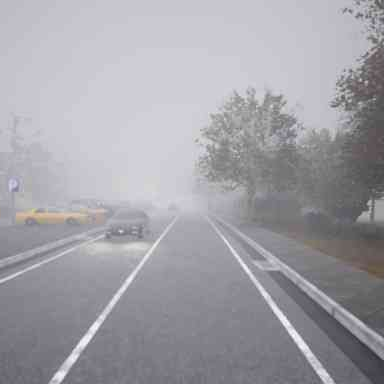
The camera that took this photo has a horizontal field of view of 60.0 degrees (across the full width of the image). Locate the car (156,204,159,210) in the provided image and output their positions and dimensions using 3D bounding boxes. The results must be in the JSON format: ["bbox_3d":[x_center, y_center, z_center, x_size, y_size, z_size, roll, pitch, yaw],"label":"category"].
[{"bbox_3d":[-10.294,3.323,71.615,5.008,1.535,2.097,0,-3,0],"label":"car"}]

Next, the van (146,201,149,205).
[{"bbox_3d":[-10.192,2.509,57.773,4.442,1.987,1.878,0,-2,0],"label":"van"}]

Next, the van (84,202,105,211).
[{"bbox_3d":[-23.490,3.496,79.943,4.442,1.987,1.878,0,-3,0],"label":"van"}]

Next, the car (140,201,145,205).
[{"bbox_3d":[-10.283,2.588,52.214,4.792,1.488,2.163,0,-2,0],"label":"car"}]

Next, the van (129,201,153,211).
[{"bbox_3d":[-10.187,2.832,66.079,4.442,1.987,1.878,0,-3,0],"label":"van"}]

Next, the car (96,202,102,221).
[{"bbox_3d":[-10.336,1.793,27.251,4.892,1.521,2.231,0,-1,0],"label":"car"}]

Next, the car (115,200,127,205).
[{"bbox_3d":[-10.296,1.779,35.576,5.566,2.045,2.435,0,-2,0],"label":"car"}]

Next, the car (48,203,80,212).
[{"bbox_3d":[-23.392,2.829,60.706,5.008,1.535,2.097,0,-2,0],"label":"car"}]

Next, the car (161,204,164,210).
[{"bbox_3d":[-10.108,3.718,79.934,5.366,1.575,1.946,0,-3,0],"label":"car"}]

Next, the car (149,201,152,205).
[{"bbox_3d":[-10.336,2.852,60.546,4.792,1.488,2.163,0,-2,0],"label":"car"}]

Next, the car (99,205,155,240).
[{"bbox_3d":[-3.346,1.659,18.082,1.837,1.490,4.892,0,-1,0],"label":"car"}]

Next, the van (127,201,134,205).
[{"bbox_3d":[-10.435,2.069,43.899,4.442,1.987,1.878,0,-2,0],"label":"van"}]

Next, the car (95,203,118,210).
[{"bbox_3d":[-23.338,4.006,91.138,5.566,2.045,2.435,0,-3,0],"label":"car"}]

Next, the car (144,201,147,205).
[{"bbox_3d":[-10.314,2.687,54.990,4.674,1.452,2.002,0,-2,0],"label":"car"}]

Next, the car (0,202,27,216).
[{"bbox_3d":[-23.369,2.089,41.328,4.553,1.767,2.185,0,-2,0],"label":"car"}]

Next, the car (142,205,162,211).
[{"bbox_3d":[-10.296,3.987,85.480,4.892,1.521,2.231,0,-3,0],"label":"car"}]

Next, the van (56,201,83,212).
[{"bbox_3d":[-23.268,2.702,63.333,4.442,1.987,1.878,0,-2,0],"label":"van"}]

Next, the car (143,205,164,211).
[{"bbox_3d":[-10.102,4.116,88.253,5.366,1.575,1.946,0,-3,0],"label":"car"}]

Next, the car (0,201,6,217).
[{"bbox_3d":[-23.398,2.040,35.787,4.892,1.521,2.231,0,-2,0],"label":"car"}]

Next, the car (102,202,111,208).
[{"bbox_3d":[-10.335,1.865,30.022,5.008,1.535,2.097,0,-2,0],"label":"car"}]

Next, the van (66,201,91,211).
[{"bbox_3d":[-23.498,2.967,68.875,4.442,1.987,1.878,0,-3,0],"label":"van"}]

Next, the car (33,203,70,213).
[{"bbox_3d":[-23.206,2.650,55.170,5.366,1.575,1.946,0,-2,0],"label":"car"}]

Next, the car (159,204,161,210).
[{"bbox_3d":[-10.264,3.463,77.167,4.553,1.767,2.185,0,-3,0],"label":"car"}]

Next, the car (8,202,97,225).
[{"bbox_3d":[-10.146,1.725,24.483,5.366,1.575,1.946,0,-1,0],"label":"car"}]

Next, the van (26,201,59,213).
[{"bbox_3d":[-23.510,2.340,52.408,4.442,1.987,1.878,0,-2,0],"label":"van"}]

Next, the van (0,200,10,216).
[{"bbox_3d":[-23.519,1.901,38.563,4.442,1.987,1.878,0,-2,0],"label":"van"}]

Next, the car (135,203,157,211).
[{"bbox_3d":[-10.266,3.330,74.394,4.553,1.767,2.185,0,-3,0],"label":"car"}]

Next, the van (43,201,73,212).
[{"bbox_3d":[-23.272,2.515,57.944,4.442,1.987,1.878,0,-2,0],"label":"van"}]

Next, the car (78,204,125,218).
[{"bbox_3d":[-10.352,2.148,38.342,4.792,1.488,2.163,0,-2,0],"label":"car"}]

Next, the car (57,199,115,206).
[{"bbox_3d":[-10.357,1.820,32.802,4.553,1.767,2.185,0,-2,0],"label":"car"}]

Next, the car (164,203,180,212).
[{"bbox_3d":[-3.285,2.700,59.413,2.097,1.767,4.553,0,-2,0],"label":"car"}]

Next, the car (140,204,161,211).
[{"bbox_3d":[-10.285,3.854,82.707,4.892,1.521,2.231,0,-3,0],"label":"car"}]

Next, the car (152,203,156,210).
[{"bbox_3d":[-10.333,2.674,63.308,5.566,2.045,2.435,0,-3,0],"label":"car"}]

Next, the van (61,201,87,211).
[{"bbox_3d":[-23.499,2.840,66.233,4.442,1.987,1.878,0,-3,0],"label":"van"}]

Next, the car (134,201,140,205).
[{"bbox_3d":[-10.322,2.382,46.667,5.008,1.535,2.097,0,-2,0],"label":"car"}]
